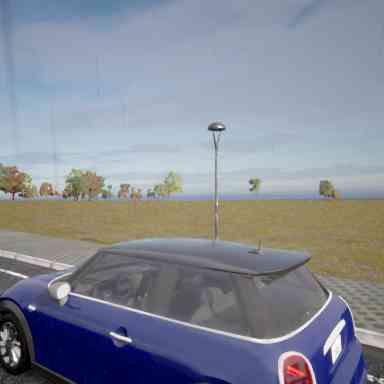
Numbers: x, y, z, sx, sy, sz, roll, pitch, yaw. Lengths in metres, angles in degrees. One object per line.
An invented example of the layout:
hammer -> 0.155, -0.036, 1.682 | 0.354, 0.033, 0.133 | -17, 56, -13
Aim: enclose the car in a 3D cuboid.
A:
car -> -0.492, 1.353, 4.077 | 4.553, 1.767, 2.097 | 0, 0, 36
